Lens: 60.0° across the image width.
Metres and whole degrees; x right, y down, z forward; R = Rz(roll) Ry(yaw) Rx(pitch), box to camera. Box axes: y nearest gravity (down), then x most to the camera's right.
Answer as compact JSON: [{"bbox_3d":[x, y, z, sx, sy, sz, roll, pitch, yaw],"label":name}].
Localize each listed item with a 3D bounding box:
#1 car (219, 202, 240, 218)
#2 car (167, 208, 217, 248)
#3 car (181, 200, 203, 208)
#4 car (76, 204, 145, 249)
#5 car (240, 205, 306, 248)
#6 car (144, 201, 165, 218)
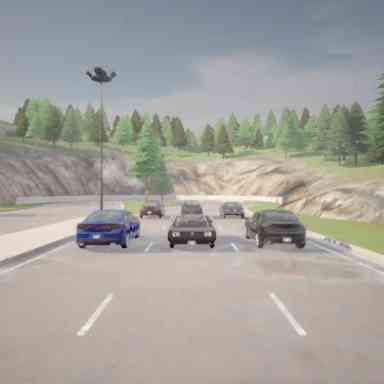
[{"bbox_3d":[3.500,1.561,29.650,2.033,1.411,5.357,0,0,0],"label":"car"},{"bbox_3d":[0.000,1.613,14.680,1.895,1.301,4.718,0,0,0],"label":"car"},{"bbox_3d":[0.000,1.493,29.650,2.128,1.511,4.902,0,0,0],"label":"car"},{"bbox_3d":[-3.500,1.482,14.650,1.882,1.535,5.008,0,0,0],"label":"car"},{"bbox_3d":[3.500,1.514,14.650,1.837,1.490,4.892,0,0,0],"label":"car"},{"bbox_3d":[-3.500,1.530,29.650,1.812,1.442,4.674,0,0,0],"label":"car"}]
